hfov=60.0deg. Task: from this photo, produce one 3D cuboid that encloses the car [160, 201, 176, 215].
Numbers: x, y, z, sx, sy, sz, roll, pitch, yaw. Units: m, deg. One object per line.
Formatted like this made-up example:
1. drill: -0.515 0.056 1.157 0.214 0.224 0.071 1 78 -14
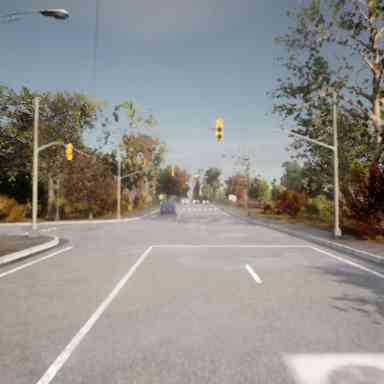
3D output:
1. car: -3.589 2.409 50.442 2.150 2.045 5.566 0 0 0
